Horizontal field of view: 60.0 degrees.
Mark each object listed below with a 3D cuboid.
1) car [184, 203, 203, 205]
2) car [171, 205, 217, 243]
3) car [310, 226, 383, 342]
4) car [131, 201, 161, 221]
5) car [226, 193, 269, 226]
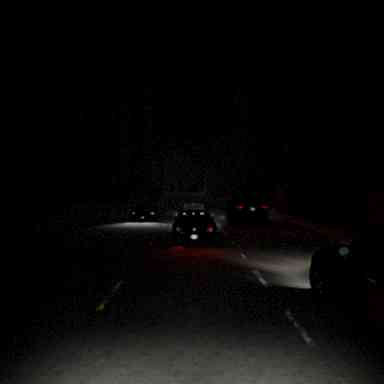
[{"bbox_3d":[0.098,1.461,24.841,1.895,1.301,4.718,0,0,0],"label":"car"},{"bbox_3d":[0.098,1.513,15.581,1.895,1.301,4.718,0,0,0],"label":"car"},{"bbox_3d":[3.571,1.320,5.327,2.097,1.767,4.553,0,0,0],"label":"car"},{"bbox_3d":[-3.502,1.408,26.280,2.033,1.411,5.357,0,0,0],"label":"car"},{"bbox_3d":[3.599,1.095,22.384,2.150,2.045,5.566,0,0,0],"label":"car"}]
